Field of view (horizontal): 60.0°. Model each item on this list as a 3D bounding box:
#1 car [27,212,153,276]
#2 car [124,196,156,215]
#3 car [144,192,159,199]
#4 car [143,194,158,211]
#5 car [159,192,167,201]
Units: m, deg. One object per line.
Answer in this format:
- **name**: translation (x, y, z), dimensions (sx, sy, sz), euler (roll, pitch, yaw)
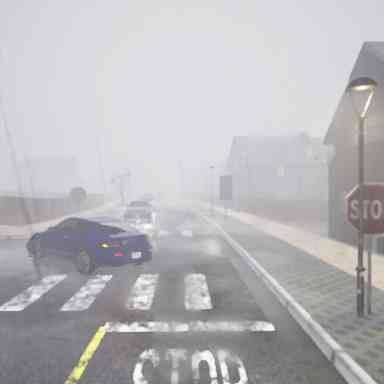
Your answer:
- **car**: translation (-3.162, 1.425, 10.057), dimensions (4.674, 1.442, 1.812), euler (1, 0, 41)
- **car**: translation (-3.799, 1.297, 24.082), dimensions (1.812, 1.442, 4.674), euler (0, 1, -4)
- **car**: translation (-5.914, 0.922, 44.980), dimensions (2.097, 1.767, 4.553), euler (0, 1, -8)
- **car**: translation (-4.669, 1.200, 34.285), dimensions (1.812, 1.442, 4.674), euler (0, 1, -6)
- **car**: translation (-6.099, 0.740, 64.381), dimensions (2.097, 1.767, 4.553), euler (0, 1, -11)
